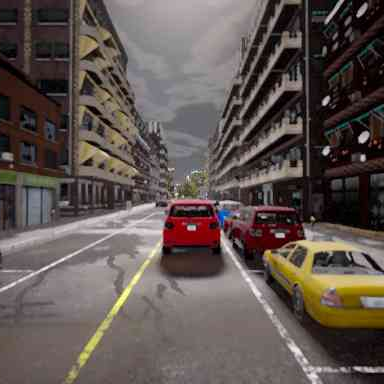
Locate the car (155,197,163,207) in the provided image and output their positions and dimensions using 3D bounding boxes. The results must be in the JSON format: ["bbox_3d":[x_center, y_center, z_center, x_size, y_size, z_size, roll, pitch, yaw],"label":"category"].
[{"bbox_3d":[-5.720,1.902,62.730,2.192,1.841,5.009,1,-1,0],"label":"car"}]

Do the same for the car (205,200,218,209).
[{"bbox_3d":[3.107,2.016,54.724,1.837,1.490,4.892,0,-1,0],"label":"car"}]

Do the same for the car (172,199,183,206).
[{"bbox_3d":[-3.050,2.202,71.023,2.033,1.411,5.357,0,-1,0],"label":"car"}]

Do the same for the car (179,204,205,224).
[{"bbox_3d":[-0.019,1.819,29.001,2.033,1.411,5.357,0,-1,0],"label":"car"}]

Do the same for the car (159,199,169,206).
[{"bbox_3d":[-5.727,2.221,68.298,1.802,1.307,4.206,1,-1,0],"label":"car"}]

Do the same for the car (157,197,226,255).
[{"bbox_3d":[-0.009,1.348,14.020,2.150,2.045,5.566,0,0,0],"label":"car"}]

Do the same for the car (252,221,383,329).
[{"bbox_3d":[2.696,1.593,7.154,1.752,1.417,4.829,1,-1,0],"label":"car"}]

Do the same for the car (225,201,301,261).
[{"bbox_3d":[2.695,1.433,12.557,2.192,1.841,5.009,1,-1,0],"label":"car"}]

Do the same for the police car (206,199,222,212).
[{"bbox_3d":[3.100,1.872,47.834,1.930,1.638,5.238,0,-1,0],"label":"police car"}]

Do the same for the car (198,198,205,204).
[{"bbox_3d":[2.645,2.376,90.718,1.752,1.417,4.829,1,-1,0],"label":"car"}]

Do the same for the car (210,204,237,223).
[{"bbox_3d":[2.680,1.825,29.268,2.008,1.369,4.403,1,-1,0],"label":"car"}]

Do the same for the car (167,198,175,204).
[{"bbox_3d":[-5.742,2.372,90.412,1.752,1.417,4.829,1,-1,0],"label":"car"}]

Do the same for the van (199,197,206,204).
[{"bbox_3d":[2.647,2.137,84.979,1.690,1.788,3.998,1,-1,0],"label":"van"}]

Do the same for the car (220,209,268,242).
[{"bbox_3d":[2.688,1.715,18.126,1.887,1.381,4.507,1,-1,0],"label":"car"}]

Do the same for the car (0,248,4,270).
[{"bbox_3d":[-5.685,1.648,7.018,1.802,1.307,4.206,1,-1,0],"label":"car"}]
